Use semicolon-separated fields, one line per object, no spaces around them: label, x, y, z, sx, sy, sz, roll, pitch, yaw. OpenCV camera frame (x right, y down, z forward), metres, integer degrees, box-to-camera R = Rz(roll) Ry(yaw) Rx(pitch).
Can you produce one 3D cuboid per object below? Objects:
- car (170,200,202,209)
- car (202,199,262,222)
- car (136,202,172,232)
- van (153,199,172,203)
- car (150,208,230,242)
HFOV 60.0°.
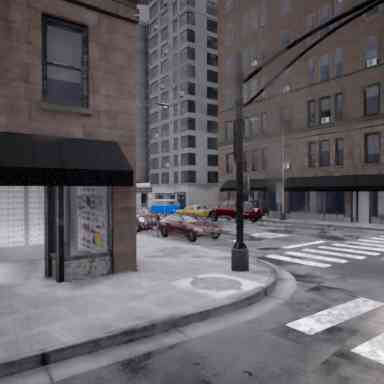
car;0.147;1.804;31.679;1.752;1.417;4.829;-1;0;-36
car;3.456;1.521;27.073;2.192;1.841;5.009;-1;0;-36
car;-3.460;1.705;22.093;1.967;1.590;4.097;-1;0;-36
van;-2.973;1.688;36.009;1.690;1.788;3.998;-1;0;-36
car;-0.242;1.778;17.626;1.802;1.307;4.206;-1;0;-36
